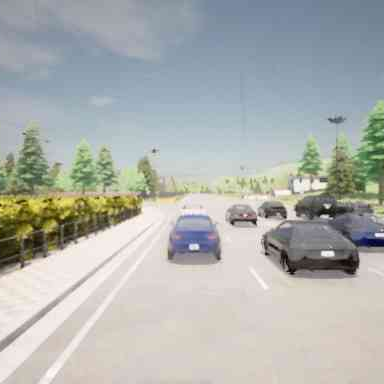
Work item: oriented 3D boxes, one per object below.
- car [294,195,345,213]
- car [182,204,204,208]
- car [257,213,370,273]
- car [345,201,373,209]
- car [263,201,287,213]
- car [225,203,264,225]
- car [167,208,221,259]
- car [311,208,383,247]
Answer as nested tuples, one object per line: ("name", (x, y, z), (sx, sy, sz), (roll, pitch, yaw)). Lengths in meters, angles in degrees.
("car", (10.583, 1.283, 28.599), (2.150, 2.045, 5.566), (0, 0, 0))
("car", (0.081, 1.662, 27.818), (1.895, 1.301, 4.718), (0, 0, 0))
("car", (3.571, 1.588, 10.722), (1.994, 1.385, 4.181), (0, 0, 0))
("car", (14.087, 1.556, 29.449), (2.128, 1.511, 4.902), (0, 0, 0))
("car", (7.087, 1.569, 29.768), (1.837, 1.490, 4.892), (0, 0, 0))
("car", (3.566, 1.601, 24.589), (2.033, 1.411, 5.357), (0, 0, 0))
("car", (0.085, 1.553, 12.662), (1.812, 1.442, 4.674), (0, 0, 0))
("car", (7.085, 1.596, 14.523), (1.994, 1.385, 4.181), (0, 0, 0))
